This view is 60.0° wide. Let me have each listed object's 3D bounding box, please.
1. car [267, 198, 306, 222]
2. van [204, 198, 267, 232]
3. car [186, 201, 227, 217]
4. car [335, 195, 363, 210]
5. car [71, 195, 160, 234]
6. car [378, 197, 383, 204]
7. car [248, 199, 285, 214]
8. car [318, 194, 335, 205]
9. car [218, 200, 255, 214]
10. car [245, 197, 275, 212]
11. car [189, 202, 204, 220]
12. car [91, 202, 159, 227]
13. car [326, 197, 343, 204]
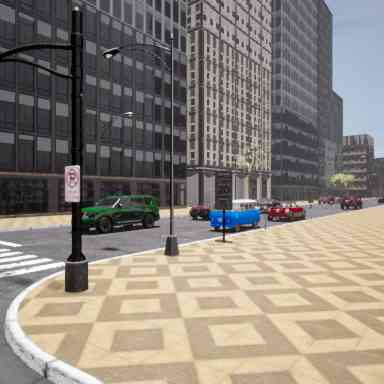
[{"bbox_3d":[7.703,1.472,26.825,1.967,1.590,4.097,0,0,38],"label":"car"},{"bbox_3d":[2.723,1.368,20.209,1.690,1.788,3.998,0,0,38],"label":"van"},{"bbox_3d":[1.471,1.603,31.648,1.802,1.307,4.206,0,0,38],"label":"car"},{"bbox_3d":[21.323,1.368,44.426,2.192,1.841,5.009,0,0,38],"label":"car"},{"bbox_3d":[-4.380,1.238,20.019,2.150,2.045,5.566,0,0,39],"label":"car"},{"bbox_3d":[38.347,1.658,66.425,1.947,1.339,4.313,0,0,38],"label":"car"},{"bbox_3d":[8.224,1.523,36.322,2.128,1.511,4.902,0,0,38],"label":"car"},{"bbox_3d":[25.306,1.380,62.450,2.192,1.841,5.009,0,0,38],"label":"car"},{"bbox_3d":[4.876,1.570,36.049,1.887,1.381,4.507,0,0,38],"label":"car"},{"bbox_3d":[8.281,1.471,40.449,1.967,1.590,4.097,0,0,38],"label":"car"},{"bbox_3d":[1.837,1.624,28.086,1.895,1.301,4.718,0,0,38],"label":"car"},{"bbox_3d":[-4.657,1.540,23.941,1.752,1.417,4.829,0,0,38],"label":"car"},{"bbox_3d":[28.711,1.624,66.849,2.008,1.369,4.403,0,0,38],"label":"car"}]
